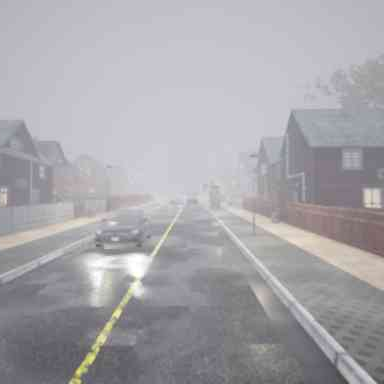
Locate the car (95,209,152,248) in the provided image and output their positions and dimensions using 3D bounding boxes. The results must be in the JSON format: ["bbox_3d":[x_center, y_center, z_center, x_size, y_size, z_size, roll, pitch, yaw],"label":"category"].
[{"bbox_3d":[-2.839,1.486,14.642,1.812,1.442,4.674,0,0,0],"label":"car"}]

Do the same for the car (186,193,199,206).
[{"bbox_3d":[0.039,1.392,53.122,1.882,1.535,5.008,0,0,0],"label":"car"}]

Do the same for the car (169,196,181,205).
[{"bbox_3d":[-2.772,1.439,55.394,1.812,1.442,4.674,0,0,0],"label":"car"}]
